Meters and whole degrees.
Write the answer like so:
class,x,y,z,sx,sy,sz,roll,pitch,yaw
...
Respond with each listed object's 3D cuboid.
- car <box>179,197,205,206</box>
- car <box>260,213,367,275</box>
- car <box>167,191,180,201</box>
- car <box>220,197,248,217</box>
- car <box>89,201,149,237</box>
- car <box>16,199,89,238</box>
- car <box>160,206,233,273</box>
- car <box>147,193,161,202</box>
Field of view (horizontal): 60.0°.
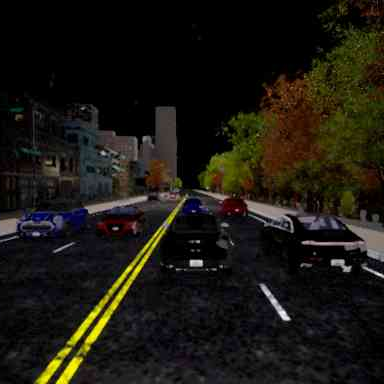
class,x,y,z,sx,sy,sz,roll,pitch,yaw
car,0.111,1.229,26.688,1.812,1.442,4.674,0,1,0
car,3.353,1.379,10.063,2.128,1.511,4.902,0,1,0
car,-3.276,0.699,58.890,2.097,1.767,4.553,0,1,1
car,3.361,1.175,27.230,1.882,1.535,5.008,0,1,0
car,-3.343,1.380,16.503,1.994,1.385,4.181,0,1,0
car,-6.592,1.170,16.303,2.097,1.767,4.553,0,1,0
car,0.103,1.391,10.222,1.837,1.490,4.892,0,1,0
car,-6.518,0.910,57.523,2.033,1.411,5.357,0,1,1
